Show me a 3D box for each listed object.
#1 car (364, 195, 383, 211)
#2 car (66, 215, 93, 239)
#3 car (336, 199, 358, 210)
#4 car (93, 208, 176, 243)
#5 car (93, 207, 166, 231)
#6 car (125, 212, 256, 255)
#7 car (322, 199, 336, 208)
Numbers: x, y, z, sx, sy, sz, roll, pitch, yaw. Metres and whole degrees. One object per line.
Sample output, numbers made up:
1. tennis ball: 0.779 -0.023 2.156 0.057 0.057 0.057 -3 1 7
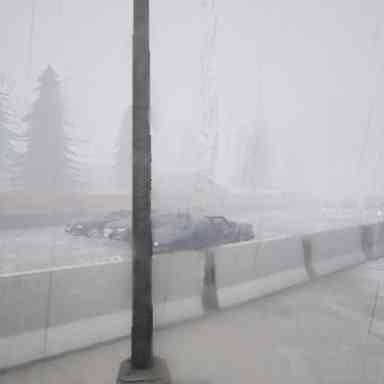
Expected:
1. car: 25.263 1.471 45.801 2.150 2.045 5.566 -1 -1 36
2. car: -4.484 1.689 18.590 4.892 1.490 1.837 1 -1 -40
3. car: 23.031 1.786 48.742 1.837 1.490 4.892 0 0 35
4. car: -1.899 1.641 16.204 4.902 1.511 2.128 0 -1 -40
5. car: -4.279 1.823 23.335 4.718 1.301 1.895 0 -1 -41
6. car: 0.272 1.661 13.410 5.357 1.411 2.033 0 -1 -40
7. car: 22.617 1.893 54.439 1.994 1.385 4.181 -1 -1 34
